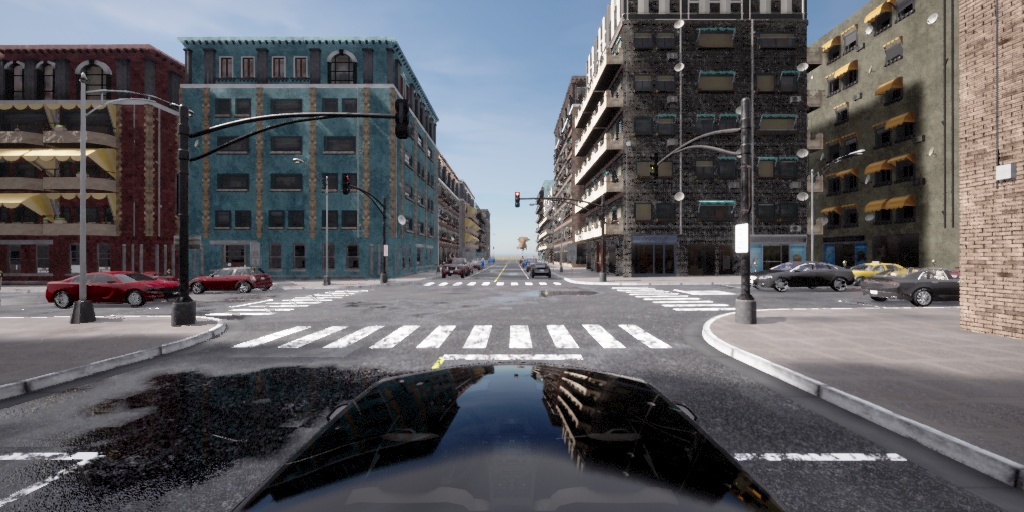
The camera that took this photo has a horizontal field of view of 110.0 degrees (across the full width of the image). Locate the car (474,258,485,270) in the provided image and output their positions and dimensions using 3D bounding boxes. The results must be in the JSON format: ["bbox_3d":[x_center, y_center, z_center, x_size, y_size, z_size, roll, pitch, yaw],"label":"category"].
[{"bbox_3d":[-5.202,1.283,50.295,1.888,1.381,4.507,0,0,0],"label":"car"}]

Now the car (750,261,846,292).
[{"bbox_3d":[14.929,1.041,18.723,4.902,1.511,2.128,-1,0,1],"label":"car"}]

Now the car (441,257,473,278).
[{"bbox_3d":[-5.242,1.060,33.639,2.192,1.841,5.009,0,0,0],"label":"car"}]

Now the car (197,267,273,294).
[{"bbox_3d":[-16.861,1.388,21.515,4.097,1.591,1.967,0,0,1],"label":"car"}]

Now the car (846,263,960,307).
[{"bbox_3d":[15.627,1.082,13.298,4.403,1.370,2.007,0,0,1],"label":"car"}]

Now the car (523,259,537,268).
[{"bbox_3d":[2.665,1.323,44.725,1.802,1.307,4.207,0,0,0],"label":"car"}]

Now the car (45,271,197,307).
[{"bbox_3d":[-17.617,1.426,16.103,5.008,1.535,1.882,-1,0,0],"label":"car"}]

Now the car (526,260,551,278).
[{"bbox_3d":[2.638,1.311,33.621,1.948,1.339,4.313,0,0,0],"label":"car"}]

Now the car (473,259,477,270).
[{"bbox_3d":[-5.229,1.289,39.191,1.888,1.381,4.507,0,0,0],"label":"car"}]

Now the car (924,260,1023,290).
[{"bbox_3d":[24.797,0.953,18.622,4.674,1.442,1.812,-1,0,0],"label":"car"}]

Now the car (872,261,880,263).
[{"bbox_3d":[21.177,1.000,21.123,4.829,1.417,1.751,0,0,1],"label":"car"}]

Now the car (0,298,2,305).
[{"bbox_3d":[-22.467,1.443,13.682,4.097,1.591,1.967,0,0,1],"label":"car"}]

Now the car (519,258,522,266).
[{"bbox_3d":[2.705,1.171,61.381,1.967,1.591,4.097,0,0,0],"label":"car"}]

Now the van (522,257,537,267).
[{"bbox_3d":[2.678,1.078,50.277,1.690,1.789,3.998,0,0,0],"label":"van"}]
